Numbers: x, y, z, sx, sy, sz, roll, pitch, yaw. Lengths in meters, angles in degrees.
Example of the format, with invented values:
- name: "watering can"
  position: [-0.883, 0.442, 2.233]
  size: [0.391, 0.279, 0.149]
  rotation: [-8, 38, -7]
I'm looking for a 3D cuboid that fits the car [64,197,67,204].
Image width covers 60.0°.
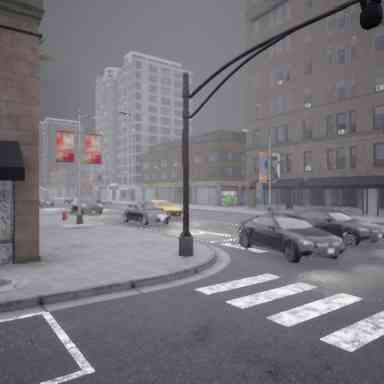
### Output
- name: "car"
  position: [-21.750, 1.406, 60.159]
  size: [1.837, 1.490, 4.892]
  rotation: [0, 0, -36]

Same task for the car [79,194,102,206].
- name: "car"
  position: [-16.077, 1.269, 52.297]
  size: [2.097, 1.767, 4.553]
  rotation: [0, 0, -36]

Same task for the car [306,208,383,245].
- name: "car"
  position: [6.294, 1.512, 15.411]
  size: [1.812, 1.442, 4.674]
  rotation: [0, 0, -36]

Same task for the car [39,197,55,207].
- name: "car"
  position: [-21.439, 1.430, 48.446]
  size: [2.128, 1.511, 4.902]
  rotation: [0, 0, -36]

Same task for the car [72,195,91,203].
- name: "car"
  position: [-22.086, 1.435, 66.170]
  size: [2.033, 1.411, 5.357]
  rotation: [0, 0, -36]

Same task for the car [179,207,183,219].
- name: "car"
  position: [-2.548, 1.440, 27.663]
  size: [1.882, 1.535, 5.008]
  rotation: [0, 0, -36]

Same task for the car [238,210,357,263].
- name: "car"
  position: [3.357, 1.518, 12.224]
  size: [1.812, 1.442, 4.674]
  rotation: [0, 0, -22]

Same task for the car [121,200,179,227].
- name: "car"
  position: [-3.282, 1.464, 23.121]
  size: [2.128, 1.511, 4.902]
  rotation: [0, 0, -36]

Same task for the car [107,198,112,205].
- name: "car"
  position: [-15.526, 1.507, 57.083]
  size: [1.895, 1.301, 4.718]
  rotation: [0, 0, -36]

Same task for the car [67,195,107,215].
- name: "car"
  position: [-10.549, 1.309, 33.201]
  size: [2.097, 1.767, 4.553]
  rotation: [0, 0, -36]

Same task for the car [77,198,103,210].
- name: "car"
  position: [-12.970, 1.501, 42.135]
  size: [1.994, 1.385, 4.181]
  rotation: [0, 0, -36]
